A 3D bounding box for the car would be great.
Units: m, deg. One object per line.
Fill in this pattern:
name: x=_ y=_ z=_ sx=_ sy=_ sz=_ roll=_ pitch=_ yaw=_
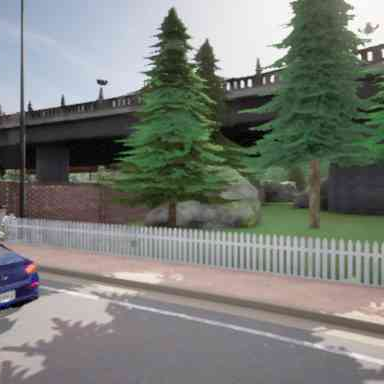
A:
car: x=-4.889 y=1.467 z=6.326 sx=4.674 sy=1.442 sz=1.812 roll=0 pitch=0 yaw=30
